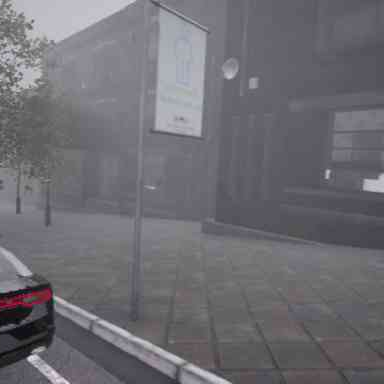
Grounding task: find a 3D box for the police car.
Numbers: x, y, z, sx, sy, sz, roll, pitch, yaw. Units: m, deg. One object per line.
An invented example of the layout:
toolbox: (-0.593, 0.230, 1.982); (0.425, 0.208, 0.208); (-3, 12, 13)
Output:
police car: (-4.024, 1.437, 5.314); (5.238, 1.638, 1.930); (-1, 1, 44)
